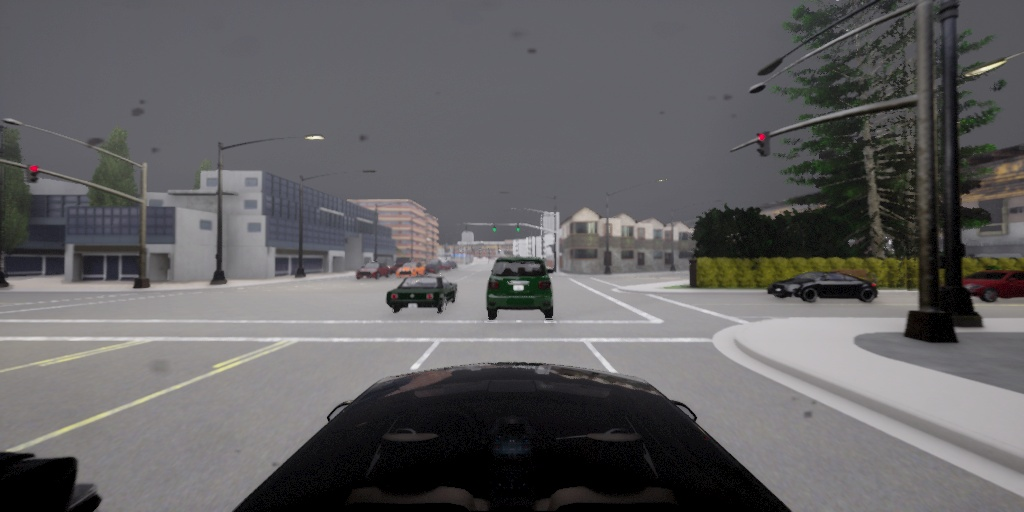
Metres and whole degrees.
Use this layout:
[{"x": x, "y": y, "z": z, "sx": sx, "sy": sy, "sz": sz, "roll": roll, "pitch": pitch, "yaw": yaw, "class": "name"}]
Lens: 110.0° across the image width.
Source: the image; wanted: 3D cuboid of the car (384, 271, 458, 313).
[{"x": -3.405, "y": 1.446, "z": 14.540, "sx": 1.895, "sy": 1.301, "sz": 4.718, "roll": 0, "pitch": -1, "yaw": 0, "class": "car"}]

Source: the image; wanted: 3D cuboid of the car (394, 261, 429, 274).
[{"x": -10.601, "y": 1.441, "z": 37.843, "sx": 2.097, "sy": 1.767, "sz": 4.553, "roll": 0, "pitch": 0, "yaw": 0, "class": "car"}]

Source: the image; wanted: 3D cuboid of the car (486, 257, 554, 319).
[{"x": 0.381, "y": 1.055, "z": 13.339, "sx": 2.150, "sy": 2.045, "sz": 5.566, "roll": 0, "pitch": 0, "yaw": 4, "class": "car"}]

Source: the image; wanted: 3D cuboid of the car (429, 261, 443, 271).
[{"x": -10.604, "y": 1.711, "z": 46.450, "sx": 1.994, "sy": 1.385, "sz": 4.181, "roll": 0, "pitch": 0, "yaw": -1, "class": "car"}]

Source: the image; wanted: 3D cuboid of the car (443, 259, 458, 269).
[{"x": -10.539, "y": 1.574, "z": 61.591, "sx": 2.033, "sy": 1.411, "sz": 5.357, "roll": 0, "pitch": 1, "yaw": 1, "class": "car"}]

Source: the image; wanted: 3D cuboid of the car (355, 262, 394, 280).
[{"x": -14.106, "y": 1.429, "z": 36.535, "sx": 2.097, "sy": 1.767, "sz": 4.553, "roll": 0, "pitch": -1, "yaw": 0, "class": "car"}]

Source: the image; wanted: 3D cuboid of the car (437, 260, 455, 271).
[{"x": -10.562, "y": 1.707, "z": 55.197, "sx": 1.895, "sy": 1.301, "sz": 4.718, "roll": 0, "pitch": 1, "yaw": 0, "class": "car"}]

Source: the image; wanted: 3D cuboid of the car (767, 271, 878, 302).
[{"x": 14.762, "y": 1.436, "z": 17.208, "sx": 4.181, "sy": 1.385, "sz": 1.994, "roll": 0, "pitch": -1, "yaw": 0, "class": "car"}]

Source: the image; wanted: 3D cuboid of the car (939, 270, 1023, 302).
[{"x": 23.260, "y": 1.401, "z": 17.136, "sx": 4.674, "sy": 1.442, "sz": 1.812, "roll": 0, "pitch": -1, "yaw": 1, "class": "car"}]
